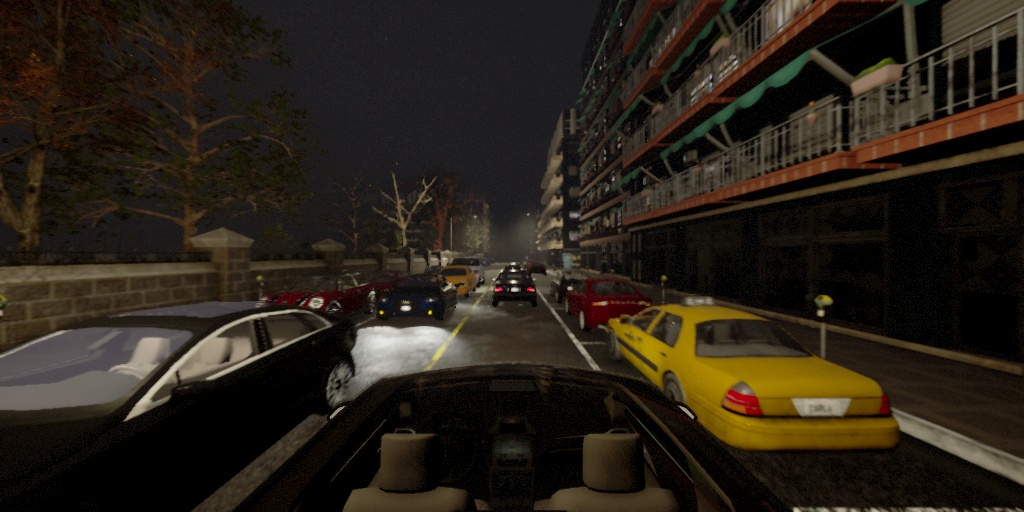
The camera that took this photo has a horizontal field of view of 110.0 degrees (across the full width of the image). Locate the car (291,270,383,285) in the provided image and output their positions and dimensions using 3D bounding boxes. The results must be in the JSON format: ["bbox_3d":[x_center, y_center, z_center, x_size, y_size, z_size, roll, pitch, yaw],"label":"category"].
[{"bbox_3d":[-5.690,1.207,10.792,1.967,1.591,4.097,0,0,0],"label":"car"}]

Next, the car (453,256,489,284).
[{"bbox_3d":[-3.054,1.014,24.412,2.150,2.045,5.566,0,0,1],"label":"car"}]

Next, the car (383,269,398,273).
[{"bbox_3d":[-5.690,1.323,16.327,1.888,1.381,4.507,0,0,0],"label":"car"}]

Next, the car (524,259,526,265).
[{"bbox_3d":[2.693,1.378,44.002,1.888,1.381,4.507,0,0,0],"label":"car"}]

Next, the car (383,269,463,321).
[{"bbox_3d":[-3.085,1.334,12.411,1.994,1.385,4.181,0,0,0],"label":"car"}]

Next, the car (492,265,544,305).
[{"bbox_3d":[0.100,1.324,16.034,2.033,1.411,5.357,0,0,0],"label":"car"}]

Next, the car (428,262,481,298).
[{"bbox_3d":[-2.986,1.260,19.118,1.882,1.535,5.008,0,0,0],"label":"car"}]

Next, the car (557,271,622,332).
[{"bbox_3d":[2.690,1.311,10.791,1.888,1.381,4.507,0,0,0],"label":"car"}]

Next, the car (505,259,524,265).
[{"bbox_3d":[0.102,1.398,44.080,1.994,1.385,4.181,0,0,0],"label":"car"}]

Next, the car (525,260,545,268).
[{"bbox_3d":[2.692,1.366,38.467,1.888,1.381,4.507,0,0,0],"label":"car"}]

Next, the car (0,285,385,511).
[{"bbox_3d":[-3.094,1.245,3.192,2.128,1.511,4.902,0,0,0],"label":"car"}]

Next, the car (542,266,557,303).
[{"bbox_3d":[2.691,1.327,16.327,2.007,1.370,4.403,0,0,0],"label":"car"}]

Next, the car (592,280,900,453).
[{"bbox_3d":[2.690,1.282,5.426,1.751,1.417,4.829,0,0,0],"label":"car"}]
